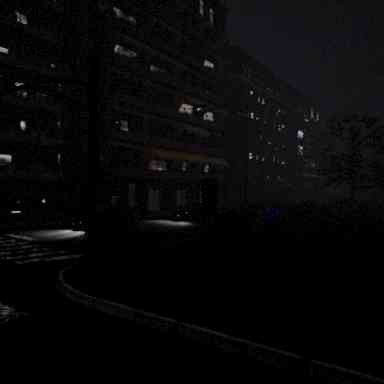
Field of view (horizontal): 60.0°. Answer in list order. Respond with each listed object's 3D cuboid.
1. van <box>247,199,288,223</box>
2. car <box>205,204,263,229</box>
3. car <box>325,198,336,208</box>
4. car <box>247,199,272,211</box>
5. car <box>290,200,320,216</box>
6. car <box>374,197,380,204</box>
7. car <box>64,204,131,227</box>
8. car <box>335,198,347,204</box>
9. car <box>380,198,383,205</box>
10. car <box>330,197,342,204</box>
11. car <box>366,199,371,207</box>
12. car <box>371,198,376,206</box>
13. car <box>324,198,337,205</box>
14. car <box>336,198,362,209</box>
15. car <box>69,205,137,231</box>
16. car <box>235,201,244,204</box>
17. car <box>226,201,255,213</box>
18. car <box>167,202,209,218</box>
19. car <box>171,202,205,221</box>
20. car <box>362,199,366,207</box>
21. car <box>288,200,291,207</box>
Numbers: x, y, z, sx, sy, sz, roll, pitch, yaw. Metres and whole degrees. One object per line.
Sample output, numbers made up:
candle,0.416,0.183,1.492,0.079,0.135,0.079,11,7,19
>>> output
van,6.433,1.661,28.467,1.690,1.788,3.998,1,0,36
car,3.153,1.840,24.010,1.947,1.339,4.313,1,0,36
car,24.568,2.158,57.497,1.895,1.301,4.718,1,0,36
car,9.522,1.767,46.811,1.967,1.590,4.097,1,0,36
car,12.990,1.851,37.383,1.967,1.590,4.097,1,0,36
car,39.216,2.314,73.042,2.008,1.369,4.403,1,0,36
car,-6.872,1.650,24.524,2.008,1.369,4.403,1,0,36
car,38.928,2.244,86.791,1.752,1.417,4.829,1,0,36
car,45.777,2.164,81.957,2.192,1.841,5.009,1,0,36
car,35.751,2.117,82.471,1.967,1.590,4.097,1,0,36
car,32.660,2.117,64.127,1.967,1.590,4.097,1,0,36
car,35.938,2.265,68.584,1.887,1.381,4.507,1,0,36
car,32.471,2.200,78.013,1.947,1.339,4.313,1,0,36
car,26.105,1.905,55.213,2.192,1.841,5.009,1,0,36
car,-5.618,1.692,21.868,1.994,1.385,4.181,1,0,36
car,6.149,1.856,37.830,1.994,1.385,4.181,1,0,37
car,6.243,1.864,42.354,1.802,1.307,4.206,1,0,36
car,-0.314,1.736,33.438,1.887,1.381,4.507,1,0,36
car,0.220,1.735,29.788,1.812,1.442,4.674,1,0,36
car,29.380,2.216,59.669,1.802,1.307,4.206,1,0,36
car,16.078,1.998,55.726,1.802,1.307,4.206,1,0,36
